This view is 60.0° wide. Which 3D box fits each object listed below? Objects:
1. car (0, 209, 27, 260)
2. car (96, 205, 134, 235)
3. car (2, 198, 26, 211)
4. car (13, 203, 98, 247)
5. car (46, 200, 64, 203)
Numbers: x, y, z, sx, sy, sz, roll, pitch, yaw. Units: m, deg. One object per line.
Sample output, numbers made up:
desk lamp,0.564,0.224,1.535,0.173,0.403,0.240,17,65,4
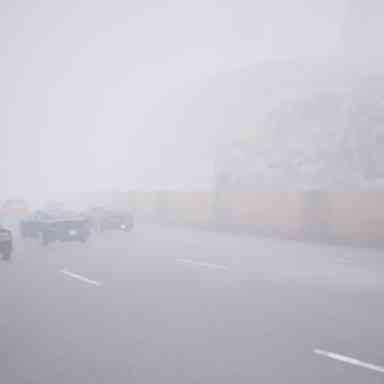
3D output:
car,-7.662,1.488,11.424,2.128,1.511,4.902,0,0,-43
car,-5.099,1.532,19.185,1.837,1.490,4.892,0,0,-39
car,-15.877,1.358,29.981,2.097,1.767,4.553,0,0,-28
car,-6.441,1.489,15.296,1.882,1.535,5.008,0,0,-41
car,-14.003,1.515,33.914,2.128,1.511,4.902,0,0,-28
